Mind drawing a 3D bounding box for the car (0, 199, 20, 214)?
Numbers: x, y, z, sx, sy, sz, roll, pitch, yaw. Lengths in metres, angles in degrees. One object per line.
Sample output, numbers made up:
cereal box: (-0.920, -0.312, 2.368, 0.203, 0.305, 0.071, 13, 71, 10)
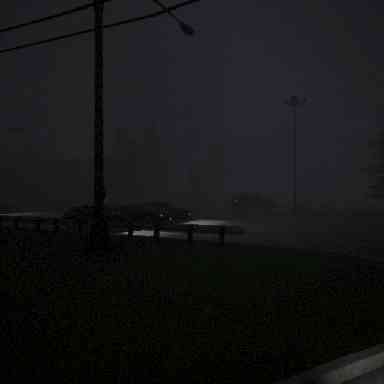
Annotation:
car: (-20.469, 1.524, 35.352, 4.674, 1.442, 1.812, 0, 0, 26)

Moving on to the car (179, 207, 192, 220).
car: (-2.352, 1.499, 26.505, 4.892, 1.490, 1.837, -1, 0, 26)

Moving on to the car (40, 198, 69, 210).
car: (-16.649, 1.486, 41.277, 4.902, 1.511, 2.128, 0, 0, 26)

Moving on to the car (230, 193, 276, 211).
car: (7.299, 1.203, 39.948, 5.566, 2.045, 2.150, 0, 1, -17)

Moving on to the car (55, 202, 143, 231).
car: (-5.715, 1.503, 20.359, 4.892, 1.490, 1.837, -1, 0, 26)

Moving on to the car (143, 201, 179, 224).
car: (-3.542, 1.519, 23.192, 4.674, 1.442, 1.812, 0, 0, 26)

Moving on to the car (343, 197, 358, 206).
car: (26.589, 1.491, 55.754, 1.812, 1.442, 4.674, 1, 0, 21)
